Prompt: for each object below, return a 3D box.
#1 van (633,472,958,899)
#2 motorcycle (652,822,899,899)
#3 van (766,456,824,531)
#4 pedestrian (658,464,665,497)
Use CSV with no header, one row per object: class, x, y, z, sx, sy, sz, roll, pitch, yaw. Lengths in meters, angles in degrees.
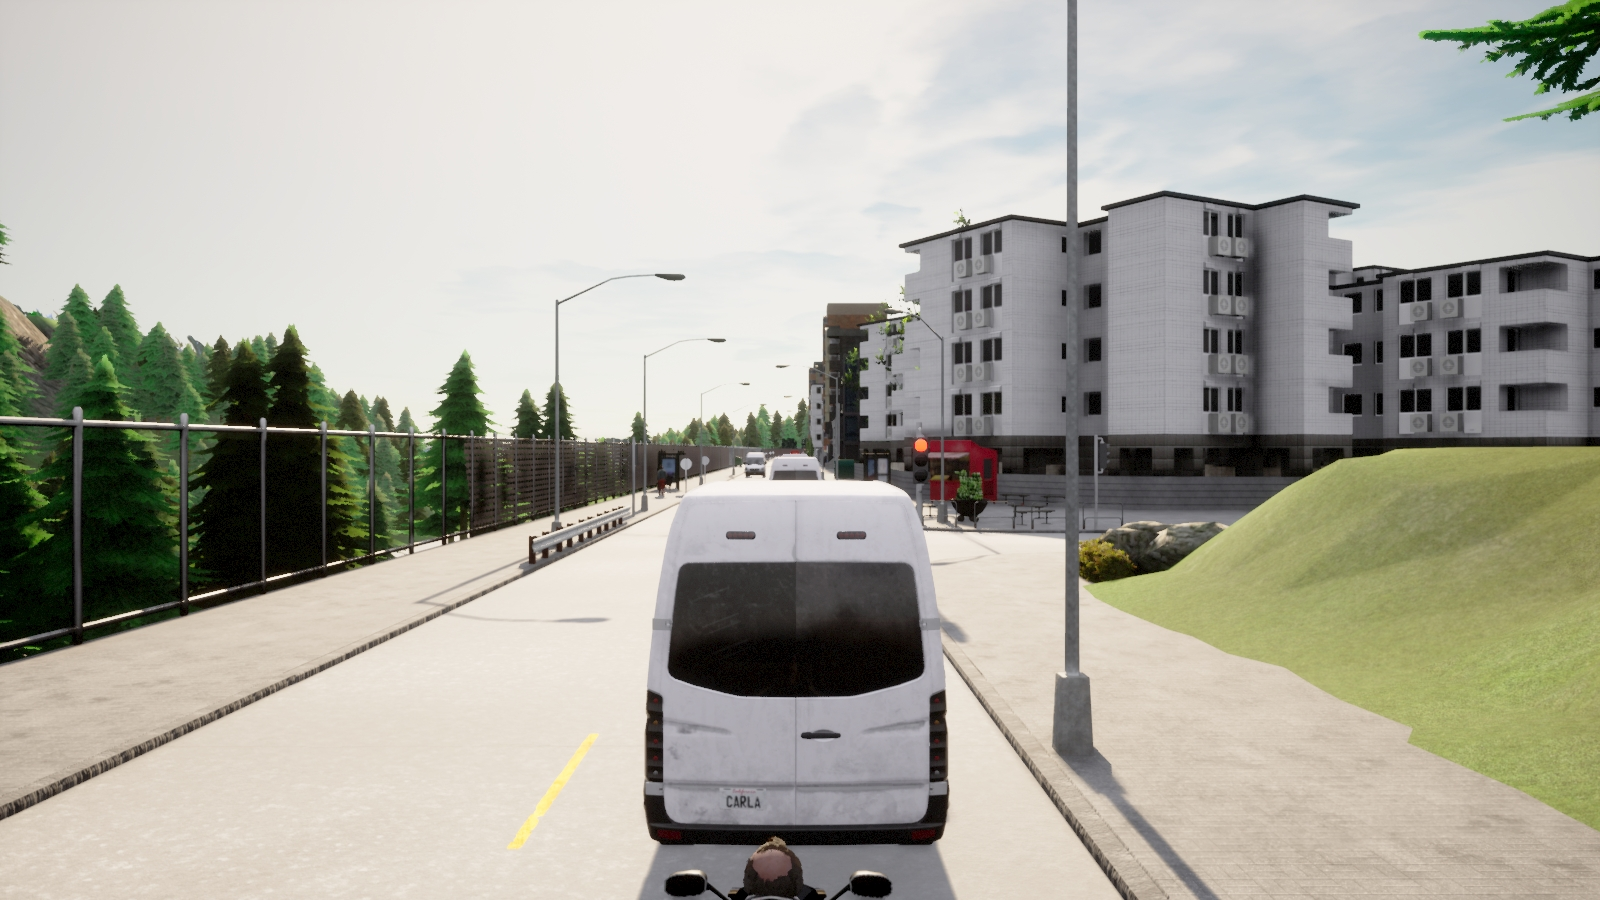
van,-0.034,1.534,9.946,1.988,2.561,5.915,0,0,0
motorcycle,-0.090,2.205,3.746,0.867,1.251,2.209,0,0,1
van,-0.181,1.534,42.502,1.988,2.561,5.915,0,0,0
pedestrian,-7.983,1.744,65.897,0.375,1.860,0.375,0,0,-19
